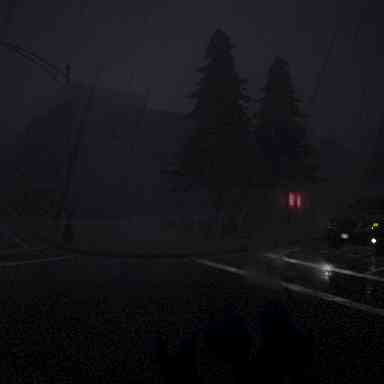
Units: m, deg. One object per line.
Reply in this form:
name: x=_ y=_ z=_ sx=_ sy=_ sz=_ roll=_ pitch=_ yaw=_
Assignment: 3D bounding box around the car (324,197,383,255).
car: x=7.762 y=1.248 z=13.710 sx=5.566 sy=2.045 sz=2.150 roll=0 pitch=0 yaw=-36
